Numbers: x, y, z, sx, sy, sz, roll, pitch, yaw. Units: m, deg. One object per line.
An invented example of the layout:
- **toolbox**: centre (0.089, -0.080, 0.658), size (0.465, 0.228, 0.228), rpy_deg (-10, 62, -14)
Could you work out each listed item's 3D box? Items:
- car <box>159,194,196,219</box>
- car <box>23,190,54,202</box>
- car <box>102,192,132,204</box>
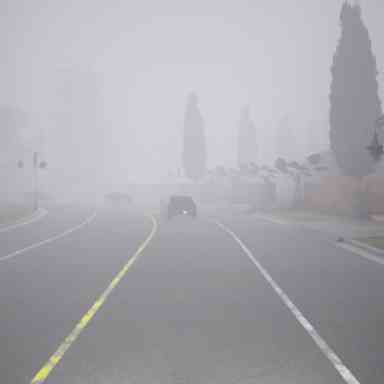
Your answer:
- **car**: centre (-1.033, 0.913, 22.658), size (1.837, 1.490, 4.892), rpy_deg (1, 1, -14)
- **car**: centre (-20.449, 0.537, 44.137), size (4.892, 1.490, 1.837), rpy_deg (0, 0, 32)
- **car**: centre (-8.794, 0.638, 38.764), size (1.994, 1.385, 4.181), rpy_deg (-1, 1, -41)
